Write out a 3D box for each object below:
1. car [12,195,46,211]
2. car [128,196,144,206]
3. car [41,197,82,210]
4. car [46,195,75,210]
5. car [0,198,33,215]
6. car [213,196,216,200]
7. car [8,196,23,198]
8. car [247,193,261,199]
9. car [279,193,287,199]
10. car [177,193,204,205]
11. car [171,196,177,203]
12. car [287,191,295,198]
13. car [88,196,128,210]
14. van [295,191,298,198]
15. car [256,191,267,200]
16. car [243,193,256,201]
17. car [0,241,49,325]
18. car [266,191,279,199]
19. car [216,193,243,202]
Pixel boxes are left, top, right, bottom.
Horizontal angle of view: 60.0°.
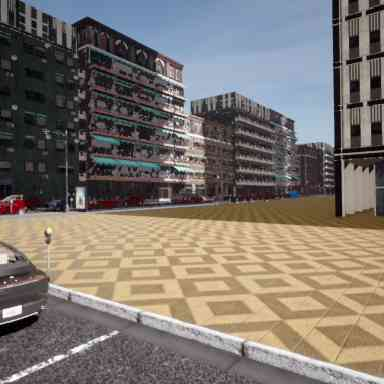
[{"bbox_3d":[-19.651,1.228,37.435,2.192,1.841,5.009,-1,0,36],"label":"car"},{"bbox_3d":[-8.910,1.288,47.751,1.812,1.442,4.674,-1,0,36],"label":"car"},{"bbox_3d":[-16.391,1.415,41.902,1.887,1.381,4.507,-1,0,36],"label":"car"},{"bbox_3d":[-14.714,1.189,39.819,2.097,1.767,4.553,-1,0,36],"label":"car"},{"bbox_3d":[-16.135,1.413,28.030,1.802,1.307,4.206,-1,0,36],"label":"car"},{"bbox_3d":[6.406,1.028,73.163,1.967,1.590,4.097,-1,0,36],"label":"car"},{"bbox_3d":[-20.007,1.454,32.561,2.033,1.411,5.357,-1,0,36],"label":"car"},{"bbox_3d":[16.178,1.040,86.562,1.947,1.339,4.313,-1,0,36],"label":"car"},{"bbox_3d":[19.690,0.938,77.156,2.008,1.369,4.403,-1,0,36],"label":"car"},{"bbox_3d":[0.148,1.062,50.360,1.967,1.590,4.097,-1,0,36],"label":"car"},{"bbox_3d":[-1.686,1.023,57.572,2.097,1.767,4.553,-1,0,37],"label":"car"},{"bbox_3d":[22.948,0.932,81.623,1.802,1.307,4.206,-1,0,36],"label":"car"},{"bbox_3d":[-9.623,1.186,36.962,1.967,1.590,4.097,-1,0,36],"label":"car"},{"bbox_3d":[26.202,0.654,86.089,1.690,1.788,3.998,-1,0,36],"label":"van"},{"bbox_3d":[13.177,1.046,68.224,1.802,1.307,4.206,-1,0,36],"label":"car"},{"bbox_3d":[9.920,1.048,63.759,1.887,1.381,4.507,-1,0,36],"label":"car"},{"bbox_3d":[-4.447,1.553,6.247,4.403,1.369,2.008,0,-1,36],"label":"car"},{"bbox_3d":[16.431,0.740,72.690,2.192,1.841,5.009,-1,0,36],"label":"car"},{"bbox_3d":[6.663,1.093,59.293,2.008,1.369,4.403,-1,0,36],"label":"car"}]
